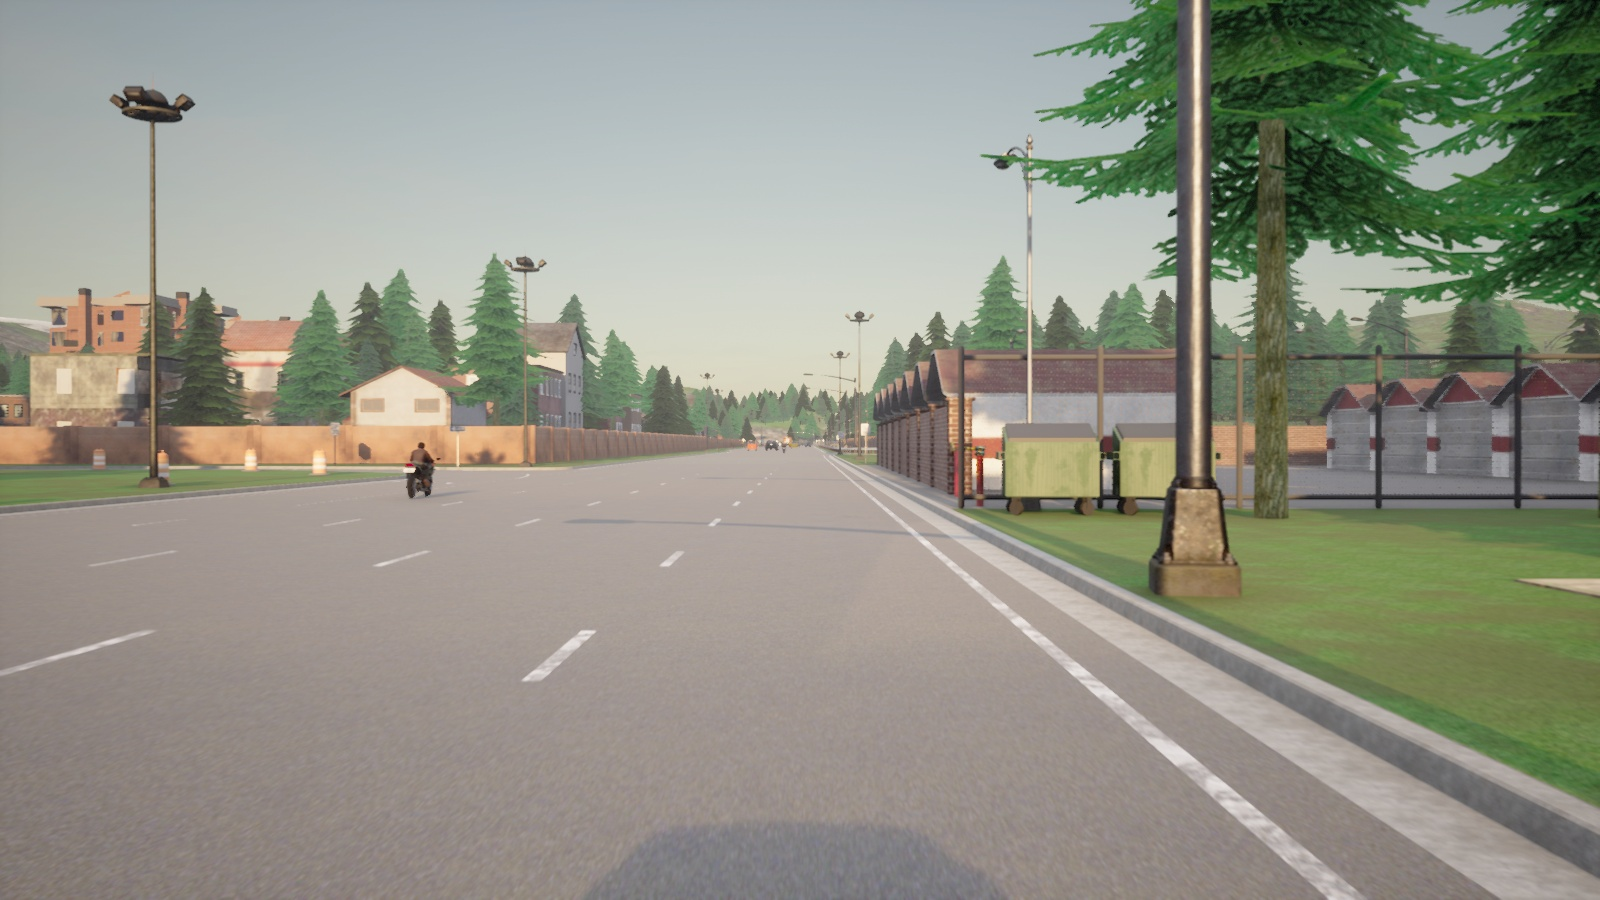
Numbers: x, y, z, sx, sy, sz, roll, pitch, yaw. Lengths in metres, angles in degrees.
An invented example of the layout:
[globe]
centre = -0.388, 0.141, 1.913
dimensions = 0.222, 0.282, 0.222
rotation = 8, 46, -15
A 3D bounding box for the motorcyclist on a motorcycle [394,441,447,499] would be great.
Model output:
[motorcyclist on a motorcycle]
centre = -10.291, 0.528, 34.111
dimensions = 0.797, 1.523, 2.044
rotation = 0, 0, 0
